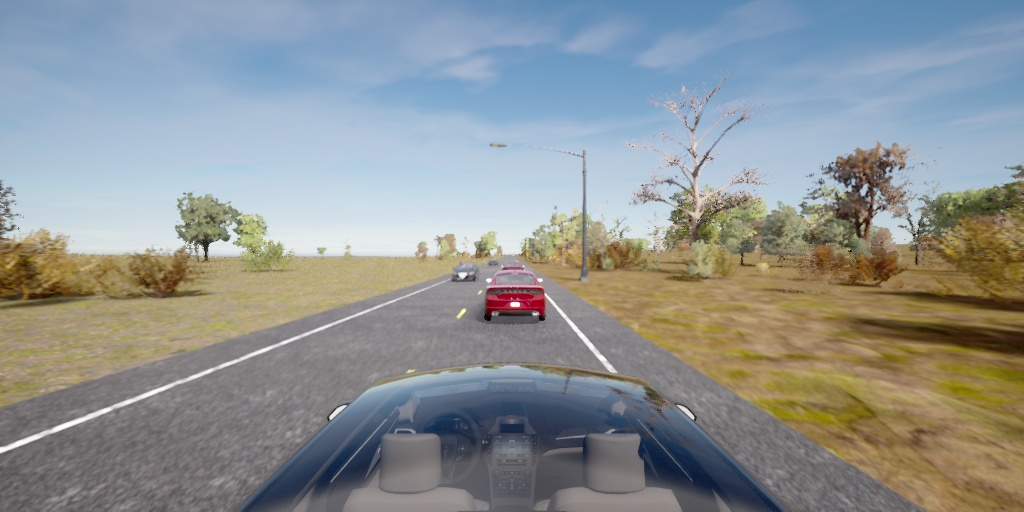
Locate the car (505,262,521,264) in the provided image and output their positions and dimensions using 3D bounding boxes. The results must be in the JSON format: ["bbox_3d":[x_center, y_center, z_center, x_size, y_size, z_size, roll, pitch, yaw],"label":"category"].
[{"bbox_3d":[0.088,1.224,31.056,1.882,1.535,5.008,0,0,0],"label":"car"}]

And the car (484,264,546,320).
[{"bbox_3d":[0.096,1.229,12.683,1.882,1.535,5.008,0,0,0],"label":"car"}]

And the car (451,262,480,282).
[{"bbox_3d":[-3.609,1.238,28.603,2.128,1.511,4.902,0,0,0],"label":"car"}]
